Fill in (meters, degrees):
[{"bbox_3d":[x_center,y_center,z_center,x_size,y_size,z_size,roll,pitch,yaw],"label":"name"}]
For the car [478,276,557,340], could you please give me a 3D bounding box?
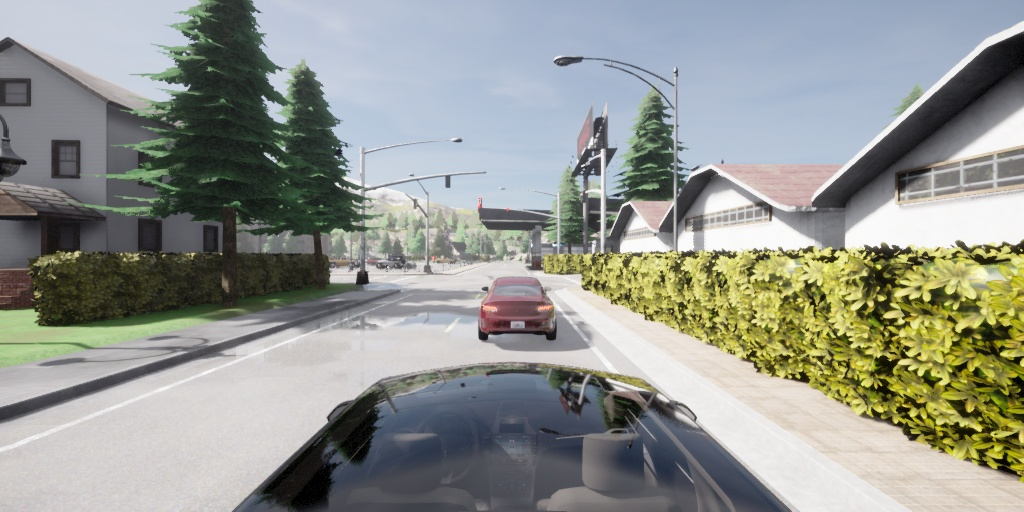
[{"bbox_3d":[0.128,1.276,9.804,1.812,1.442,4.674,0,0,0],"label":"car"}]
